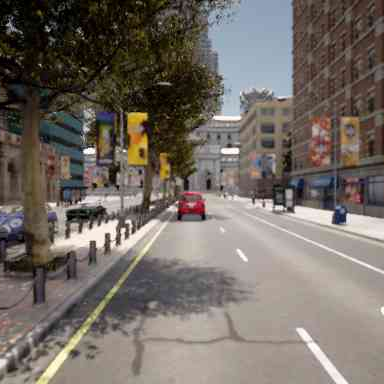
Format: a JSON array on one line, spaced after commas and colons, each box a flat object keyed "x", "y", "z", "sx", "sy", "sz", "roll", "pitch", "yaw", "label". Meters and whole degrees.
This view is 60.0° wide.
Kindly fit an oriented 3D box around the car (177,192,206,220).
[{"x": -0.032, "y": 1.100, "z": 26.970, "sx": 2.150, "sy": 2.045, "sz": 5.566, "roll": 0, "pitch": 0, "yaw": 0, "label": "car"}]

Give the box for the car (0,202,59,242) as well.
[{"x": -8.112, "y": 1.282, "z": 15.737, "sx": 2.097, "sy": 1.767, "sz": 4.553, "roll": 0, "pitch": 0, "yaw": 0, "label": "car"}]

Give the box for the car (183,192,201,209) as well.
[{"x": 0.003, "y": 1.025, "z": 43.778, "sx": 2.150, "sy": 2.045, "sz": 5.566, "roll": 0, "pitch": 1, "yaw": 0, "label": "car"}]

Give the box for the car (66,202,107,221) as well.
[{"x": -8.083, "y": 1.486, "z": 25.815, "sx": 1.895, "sy": 1.301, "sz": 4.718, "roll": 0, "pitch": 0, "yaw": 1, "label": "car"}]
